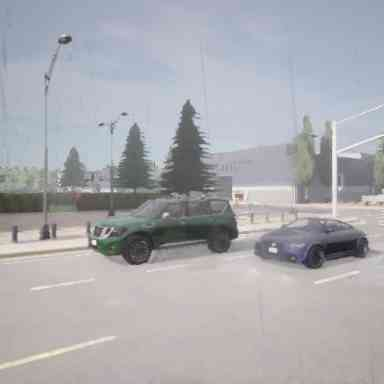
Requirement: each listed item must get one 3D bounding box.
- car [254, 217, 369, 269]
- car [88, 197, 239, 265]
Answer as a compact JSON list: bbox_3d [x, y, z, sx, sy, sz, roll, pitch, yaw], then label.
[{"bbox_3d":[4.066,1.557,11.146,4.181,1.385,1.994,0,0,-35],"label":"car"},{"bbox_3d":[-0.794,1.217,12.002,5.566,2.045,2.150,0,0,-35],"label":"car"}]
